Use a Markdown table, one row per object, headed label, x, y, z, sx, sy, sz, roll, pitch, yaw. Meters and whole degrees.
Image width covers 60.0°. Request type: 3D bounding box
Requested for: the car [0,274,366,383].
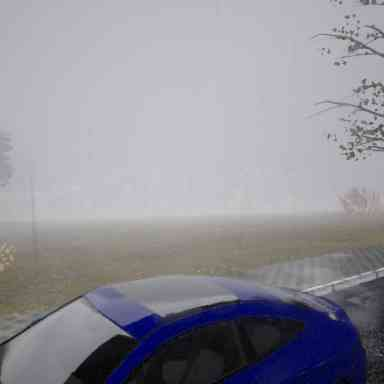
| label | x | y | z | sx | sy | sz | roll | pitch | yaw |
| --- | --- | --- | --- | --- | --- | --- | --- | --- | --- |
| car | -0.412 | 1.525 | 2.653 | 4.674 | 1.442 | 1.812 | 0 | 0 | -36 |
